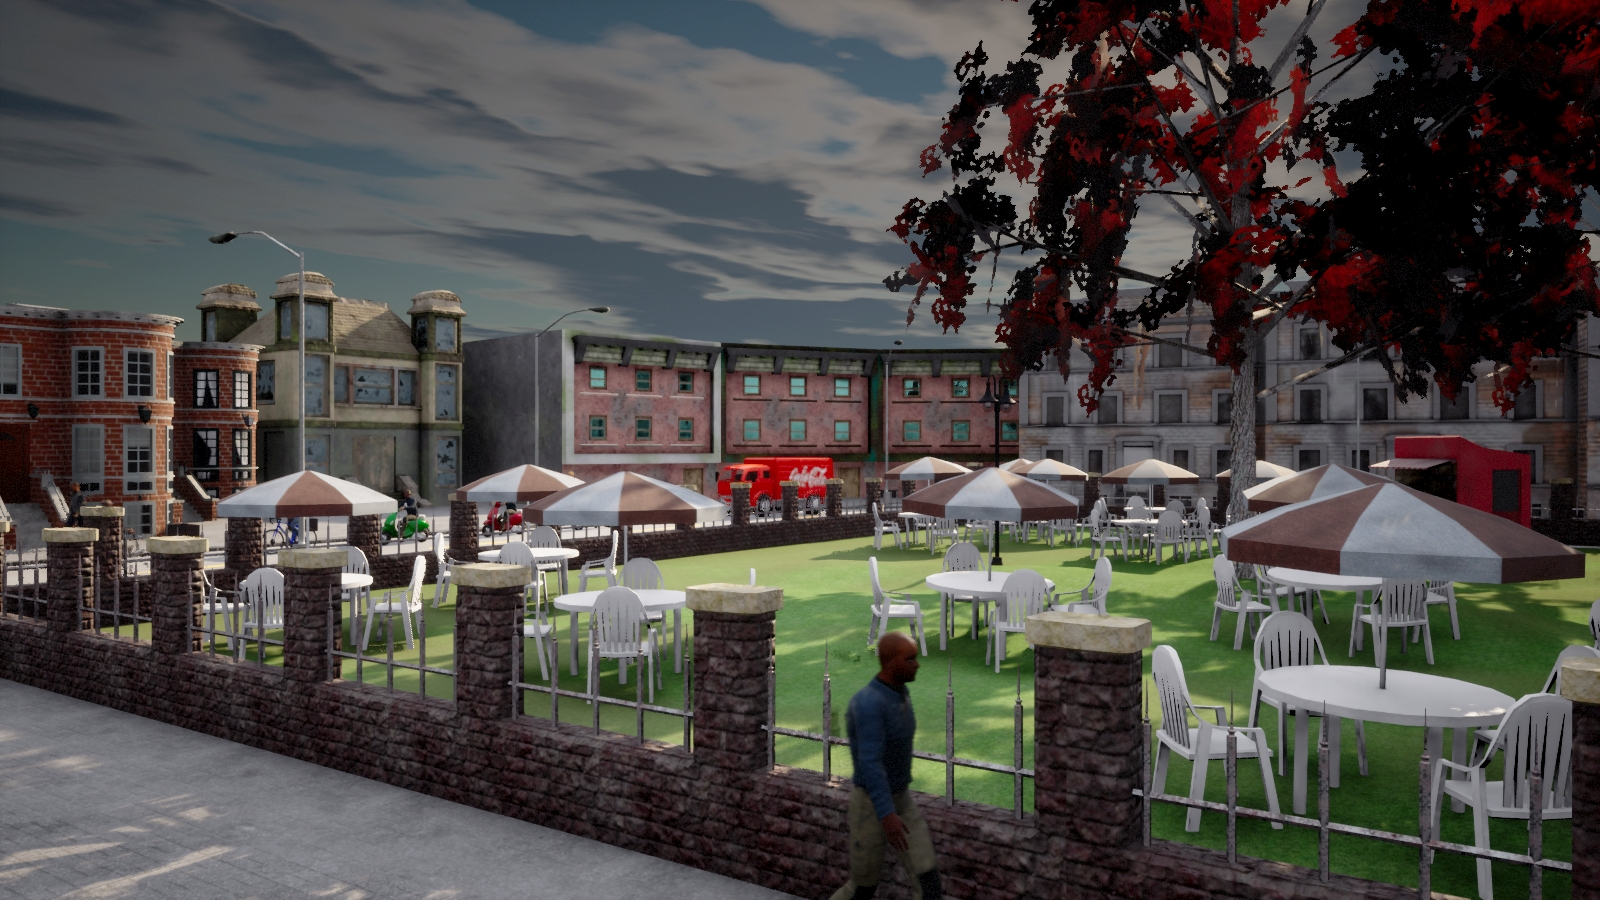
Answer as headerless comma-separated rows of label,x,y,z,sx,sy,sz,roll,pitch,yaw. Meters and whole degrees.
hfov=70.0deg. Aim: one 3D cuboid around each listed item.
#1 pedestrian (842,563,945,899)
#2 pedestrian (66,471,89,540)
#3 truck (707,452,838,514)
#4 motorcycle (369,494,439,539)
pedestrian,0.471,1.523,5.721,0.375,1.860,0.375,0,0,36
pedestrian,-19.580,1.492,30.974,0.375,1.860,0.375,0,0,23
truck,-1.128,1.337,48.790,5.204,2.467,2.627,0,0,-44
motorcycle,-11.759,1.950,33.969,0.856,1.236,1.805,0,0,35
